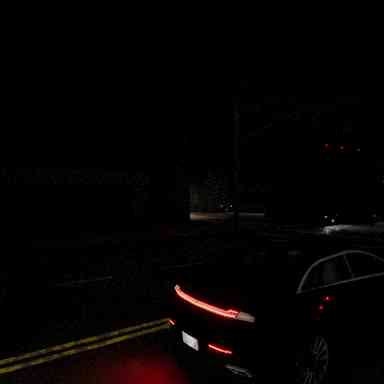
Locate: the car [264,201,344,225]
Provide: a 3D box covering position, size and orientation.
[{"bbox_3d":[7.791,1.547,24.291,2.033,1.411,5.357,0,0,-38],"label":"car"}]

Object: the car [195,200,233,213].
[{"bbox_3d":[2.401,1.601,37.295,1.895,1.301,4.718,0,0,-37],"label":"car"}]

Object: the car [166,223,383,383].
[{"bbox_3d":[1.954,1.492,5.223,4.902,1.511,2.128,0,0,-35],"label":"car"}]

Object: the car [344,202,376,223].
[{"bbox_3d":[11.543,1.492,25.974,4.902,1.511,2.128,0,0,44],"label":"car"}]
